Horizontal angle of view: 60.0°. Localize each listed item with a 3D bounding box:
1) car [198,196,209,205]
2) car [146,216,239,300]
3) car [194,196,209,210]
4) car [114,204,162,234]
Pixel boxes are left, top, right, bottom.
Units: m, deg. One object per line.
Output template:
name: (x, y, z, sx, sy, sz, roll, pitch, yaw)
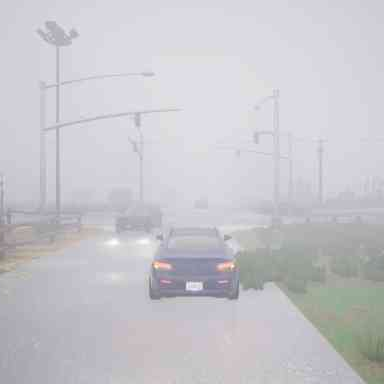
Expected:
car: (2.145, 1.513, 61.644, 2.033, 1.411, 5.357, 0, 0, 3)
car: (0.044, 1.526, 8.271, 1.812, 1.442, 4.674, 0, 0, 0)
car: (1.248, 1.512, 43.010, 2.033, 1.411, 5.357, 0, 0, 3)
car: (-3.003, 1.477, 19.510, 1.882, 1.535, 5.008, -1, 0, 6)
